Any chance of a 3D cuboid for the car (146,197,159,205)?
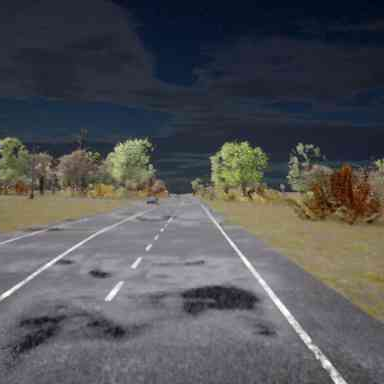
[{"bbox_3d":[-7.039,1.559,59.627,2.033,1.411,5.357,0,1,0],"label":"car"}]
